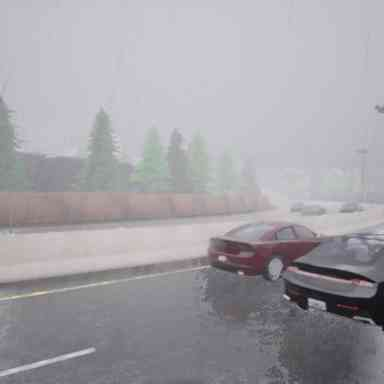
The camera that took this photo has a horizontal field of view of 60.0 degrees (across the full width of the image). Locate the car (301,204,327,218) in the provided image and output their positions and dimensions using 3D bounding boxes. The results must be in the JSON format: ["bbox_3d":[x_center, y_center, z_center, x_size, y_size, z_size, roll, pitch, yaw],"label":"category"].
[{"bbox_3d":[14.222,2.186,38.608,1.994,1.385,4.181,0,-1,33],"label":"car"}]

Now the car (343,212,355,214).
[{"bbox_3d":[19.395,2.019,40.218,2.097,1.767,4.553,0,-1,31],"label":"car"}]

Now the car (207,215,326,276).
[{"bbox_3d":[2.729,1.641,10.350,5.008,1.535,1.882,1,-1,-39],"label":"car"}]

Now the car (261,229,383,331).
[{"bbox_3d":[3.900,1.609,6.824,4.902,1.511,2.128,1,-1,-38],"label":"car"}]
